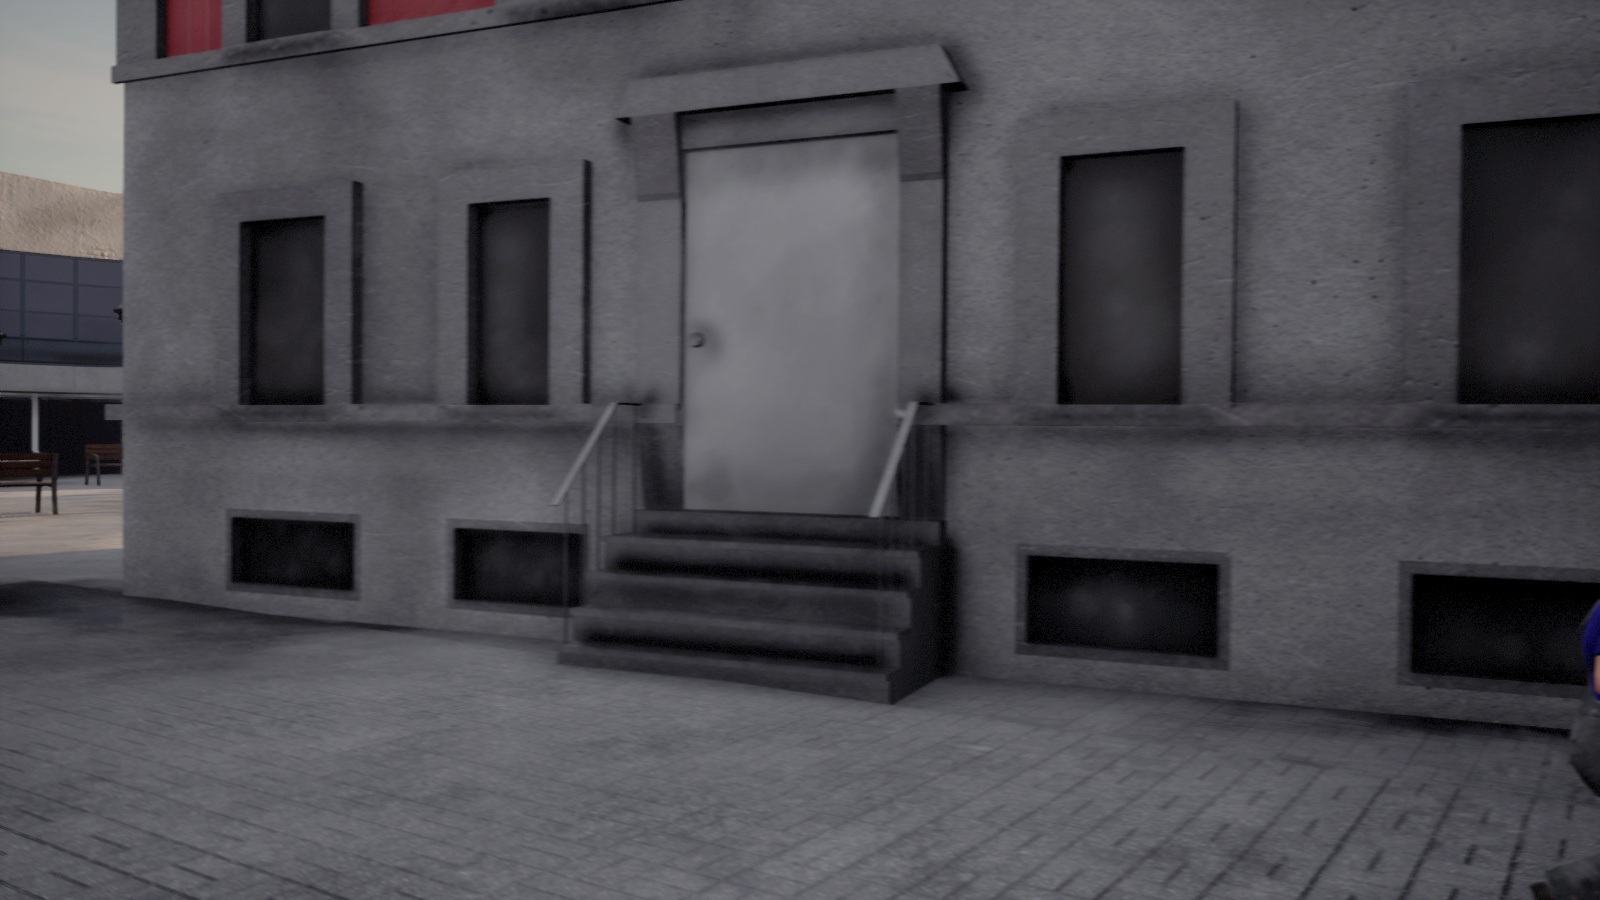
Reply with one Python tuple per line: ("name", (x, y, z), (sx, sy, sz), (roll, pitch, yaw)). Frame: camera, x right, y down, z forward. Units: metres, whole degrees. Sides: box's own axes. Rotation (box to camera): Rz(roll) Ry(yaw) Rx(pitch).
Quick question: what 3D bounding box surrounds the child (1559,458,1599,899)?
("child", (2.267, 0.656, 3.294), (0.437, 1.263, 0.270), (0, 1, 39))
